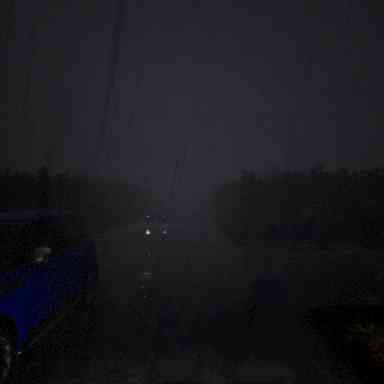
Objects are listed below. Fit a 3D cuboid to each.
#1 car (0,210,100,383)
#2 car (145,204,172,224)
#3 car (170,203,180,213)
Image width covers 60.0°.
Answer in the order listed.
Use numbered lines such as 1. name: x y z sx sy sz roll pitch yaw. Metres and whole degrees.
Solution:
1. car: -3.105 1.322 5.221 2.150 2.045 5.566 0 -2 0
2. car: -3.099 2.096 30.543 1.812 1.442 4.674 0 0 0
3. car: -3.101 2.552 55.798 2.097 1.767 4.553 0 -2 0
